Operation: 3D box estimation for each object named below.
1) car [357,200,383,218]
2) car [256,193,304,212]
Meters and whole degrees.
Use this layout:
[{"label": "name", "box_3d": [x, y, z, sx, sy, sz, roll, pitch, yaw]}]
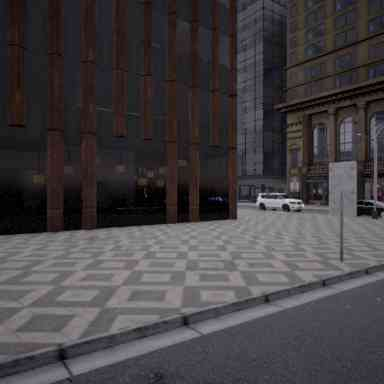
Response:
[{"label": "car", "box_3d": [15.395, 1.454, 28.656, 1.837, 1.490, 4.892, 0, 0, -37]}, {"label": "car", "box_3d": [9.622, 1.143, 36.776, 2.150, 2.045, 5.566, 0, 0, -36]}]
